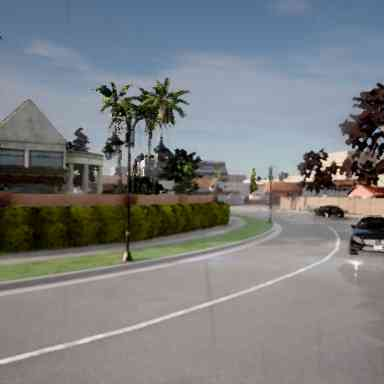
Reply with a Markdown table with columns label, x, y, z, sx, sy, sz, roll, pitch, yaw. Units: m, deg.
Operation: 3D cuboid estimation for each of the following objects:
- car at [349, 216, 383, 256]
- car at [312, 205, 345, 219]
| label | x | y | z | sx | sy | sz | roll | pitch | yaw |
| --- | --- | --- | --- | --- | --- | --- | --- | --- | --- |
| car | 7.732 | 1.768 | 13.879 | 1.812 | 1.442 | 4.674 | 1 | -1 | 29 |
| car | 15.671 | 2.269 | 38.496 | 1.837 | 1.490 | 4.892 | 1 | -1 | -7 |
